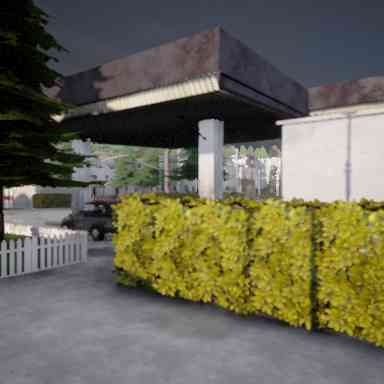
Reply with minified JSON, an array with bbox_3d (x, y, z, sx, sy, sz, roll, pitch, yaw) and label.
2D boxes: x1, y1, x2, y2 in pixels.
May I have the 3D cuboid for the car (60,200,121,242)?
[{"bbox_3d":[-4.704,1.322,16.474,3.866,1.878,1.905,0,0,35],"label":"car"}]
